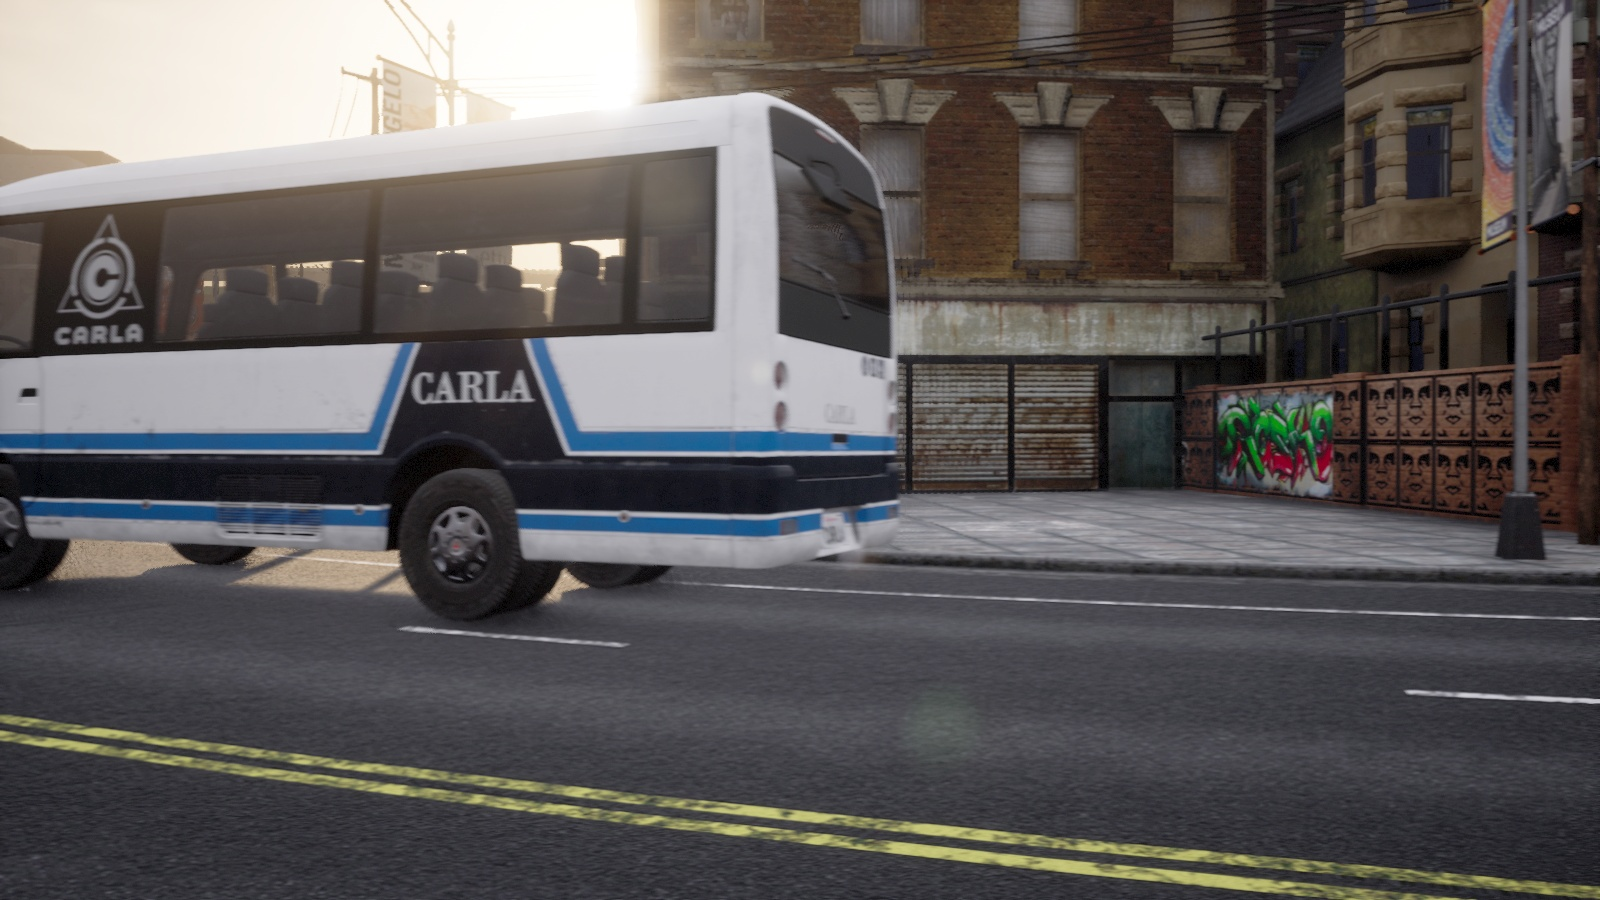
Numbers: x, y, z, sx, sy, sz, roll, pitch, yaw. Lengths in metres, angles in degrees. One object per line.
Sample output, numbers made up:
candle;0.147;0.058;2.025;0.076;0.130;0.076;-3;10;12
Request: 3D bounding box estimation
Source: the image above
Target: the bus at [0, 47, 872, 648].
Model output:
bus;-4.803;-0.761;12.639;10.273;4.253;3.944;1;0;22
